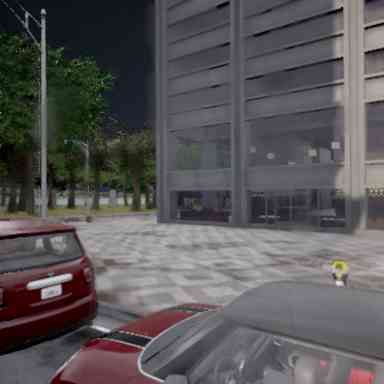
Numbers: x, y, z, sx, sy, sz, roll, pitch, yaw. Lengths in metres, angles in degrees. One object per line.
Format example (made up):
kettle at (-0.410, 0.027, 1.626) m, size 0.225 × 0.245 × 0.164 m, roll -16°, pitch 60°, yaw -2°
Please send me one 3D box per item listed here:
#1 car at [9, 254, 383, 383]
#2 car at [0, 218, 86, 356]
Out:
car at (0.702, 1.447, 2.461) m, size 4.097 × 1.590 × 1.967 m, roll -1°, pitch 0°, yaw 35°
car at (-3.729, 1.375, 5.616) m, size 5.009 × 1.841 × 2.192 m, roll -1°, pitch 0°, yaw 35°
